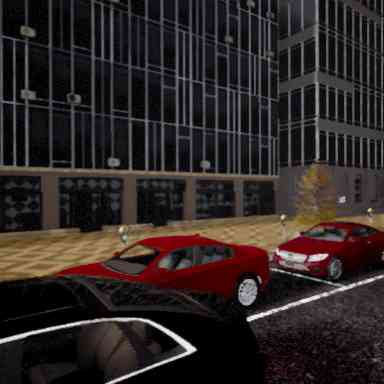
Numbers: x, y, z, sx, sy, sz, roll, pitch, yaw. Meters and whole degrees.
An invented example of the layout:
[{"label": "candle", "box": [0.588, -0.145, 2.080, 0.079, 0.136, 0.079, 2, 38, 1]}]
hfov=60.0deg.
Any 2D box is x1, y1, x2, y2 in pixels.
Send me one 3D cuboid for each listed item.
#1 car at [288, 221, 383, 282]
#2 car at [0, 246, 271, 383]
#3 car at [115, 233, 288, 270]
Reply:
[{"label": "car", "box": [4.151, 1.518, 9.517, 4.206, 1.307, 1.802, -1, 0, -35]}, {"label": "car", "box": [-1.608, 1.506, 2.230, 4.892, 1.490, 1.837, -1, 0, -35]}, {"label": "car", "box": [-0.485, 1.522, 6.211, 4.507, 1.381, 1.887, -1, 0, -35]}]
